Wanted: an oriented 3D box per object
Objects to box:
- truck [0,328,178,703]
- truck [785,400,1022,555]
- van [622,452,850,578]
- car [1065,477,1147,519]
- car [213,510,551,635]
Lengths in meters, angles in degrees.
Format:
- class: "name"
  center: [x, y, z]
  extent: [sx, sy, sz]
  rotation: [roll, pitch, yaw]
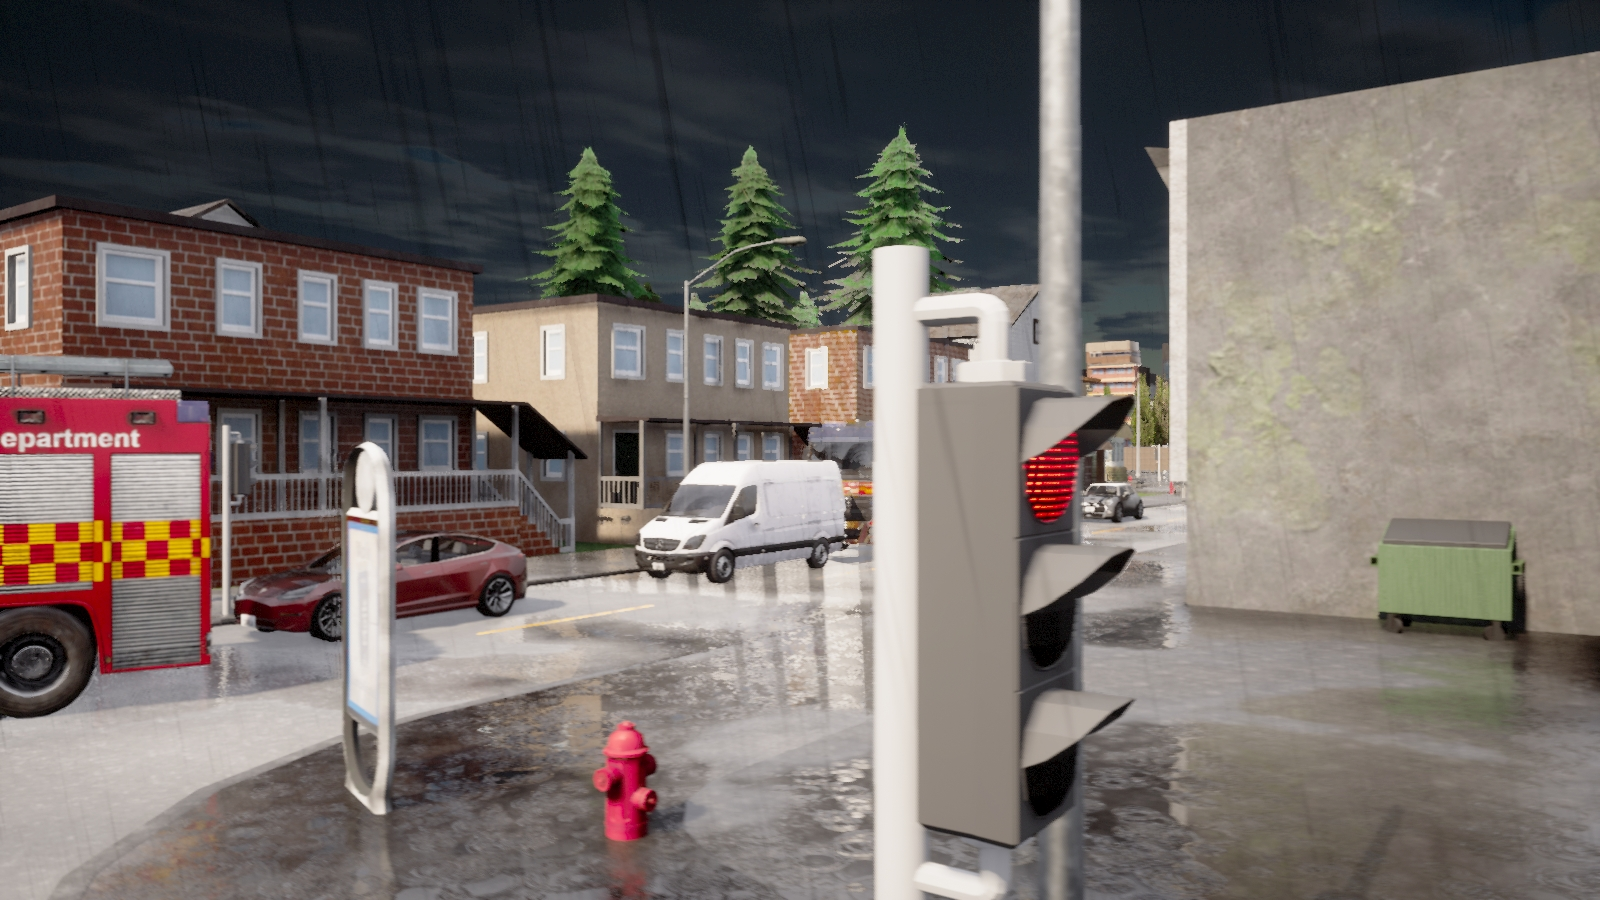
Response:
- class: "truck"
  center: [-11.160, 0.680, 11.529]
  extent: [8.468, 3.827, 2.891]
  rotation: [0, 0, -31]
- class: "truck"
  center: [3.222, 0.682, 32.590]
  extent: [2.891, 3.827, 8.468]
  rotation: [0, 0, 35]
- class: "van"
  center: [-1.275, 1.326, 26.183]
  extent: [1.988, 2.561, 5.915]
  rotation: [0, 0, 35]
- class: "car"
  center: [12.175, 1.856, 45.363]
  extent: [1.970, 1.475, 3.806]
  rotation: [0, 0, 35]
- class: "car"
  center: [-6.601, 1.854, 18.593]
  extent: [2.163, 1.488, 4.792]
  rotation: [0, 0, 35]
